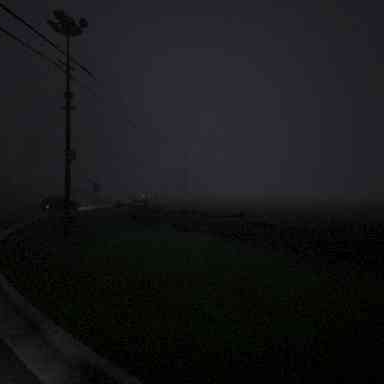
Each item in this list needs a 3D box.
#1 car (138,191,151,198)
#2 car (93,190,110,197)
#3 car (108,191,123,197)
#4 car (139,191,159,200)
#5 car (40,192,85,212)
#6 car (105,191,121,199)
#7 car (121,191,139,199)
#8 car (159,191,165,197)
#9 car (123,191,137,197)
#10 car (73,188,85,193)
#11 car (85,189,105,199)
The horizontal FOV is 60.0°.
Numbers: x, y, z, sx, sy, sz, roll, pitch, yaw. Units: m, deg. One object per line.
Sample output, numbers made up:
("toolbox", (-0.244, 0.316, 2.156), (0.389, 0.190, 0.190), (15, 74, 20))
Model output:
("car", (-10.935, 0.559, 77.336), (1.895, 1.301, 4.718), (1, 1, 6))
("car", (-21.373, 0.345, 78.461), (2.128, 1.511, 4.902), (1, 1, 6))
("car", (-17.892, 0.463, 78.107), (1.895, 1.301, 4.718), (1, 1, 6))
("car", (-8.561, 0.860, 67.011), (1.895, 1.301, 4.718), (1, 1, 6))
("car", (-12.312, 1.040, 31.276), (2.128, 1.511, 4.902), (1, 1, 5))
("car", (-15.518, 0.761, 67.781), (1.895, 1.301, 4.718), (1, 1, 6))
("car", (-12.088, 0.692, 66.951), (1.882, 1.535, 5.008), (1, 1, 6))
("car", (-7.459, 0.489, 76.920), (1.882, 1.535, 5.008), (1, 1, 6))
("car", (-14.414, 0.511, 77.721), (1.895, 1.301, 4.718), (1, 1, 6))
("car", (-22.516, 0.277, 68.134), (2.150, 2.045, 5.566), (1, 1, 6))
("car", (-19.038, 0.325, 67.749), (2.150, 2.045, 5.566), (1, 1, 6))
